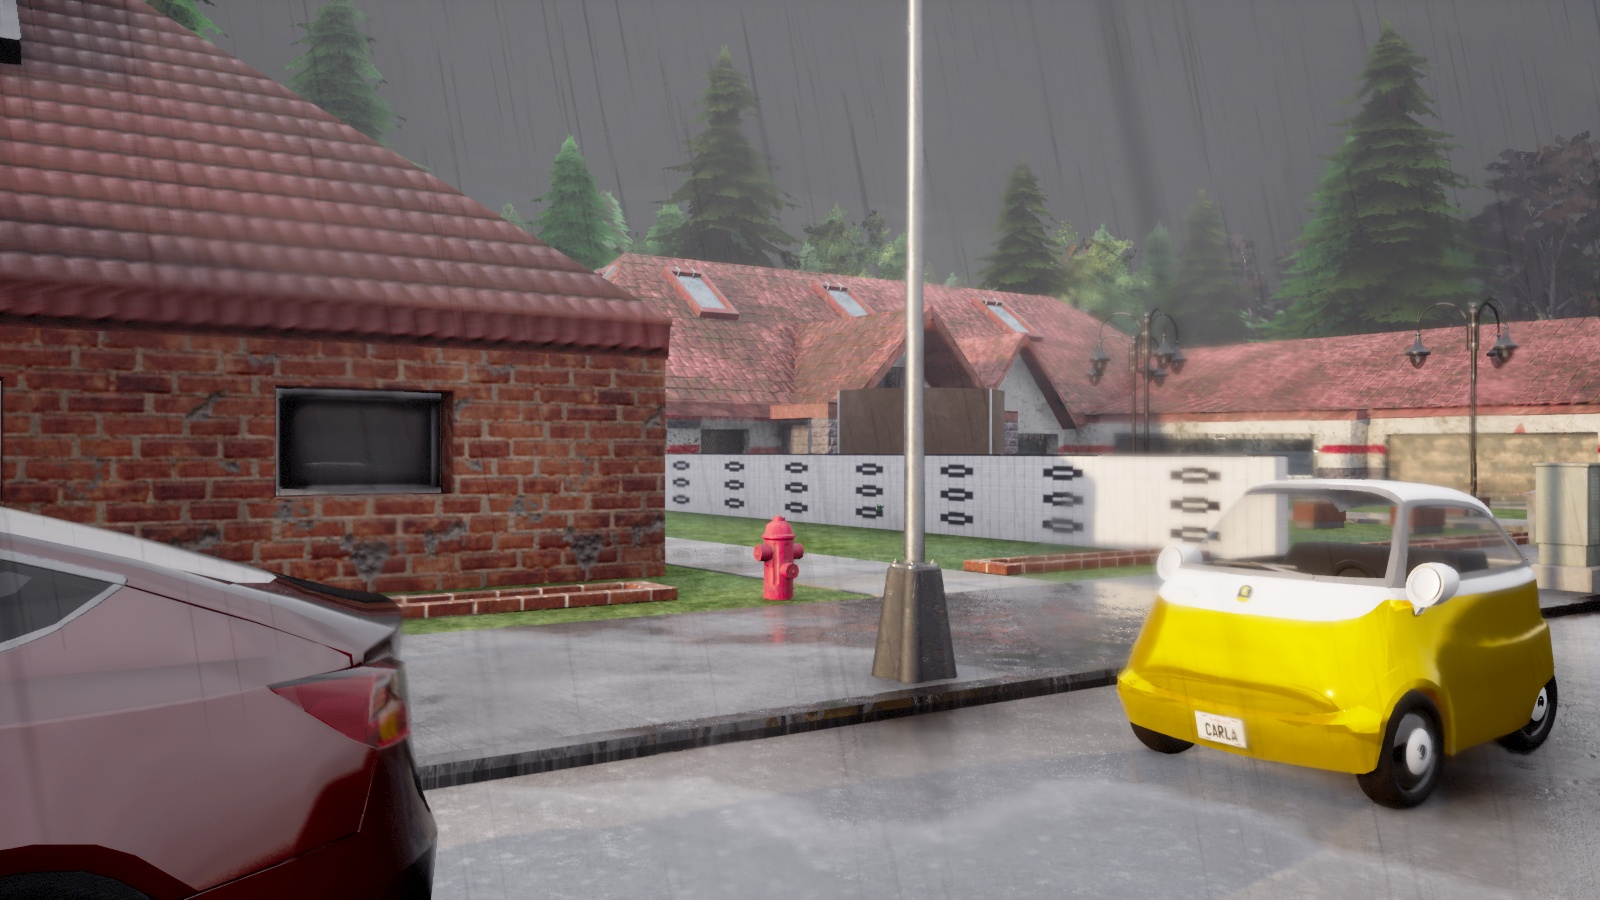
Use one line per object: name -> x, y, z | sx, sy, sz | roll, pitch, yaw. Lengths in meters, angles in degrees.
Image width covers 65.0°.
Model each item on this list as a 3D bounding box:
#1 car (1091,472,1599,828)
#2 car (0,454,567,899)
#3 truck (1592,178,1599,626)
car -> 2.760, 0.809, 6.189 | 2.207, 1.376, 1.481 | 0, 0, -35
car -> -3.070, 0.756, 2.135 | 4.792, 1.488, 2.163 | 0, 0, -35
truck -> 11.095, -0.414, 11.998 | 8.468, 3.827, 2.891 | 0, 0, -35
